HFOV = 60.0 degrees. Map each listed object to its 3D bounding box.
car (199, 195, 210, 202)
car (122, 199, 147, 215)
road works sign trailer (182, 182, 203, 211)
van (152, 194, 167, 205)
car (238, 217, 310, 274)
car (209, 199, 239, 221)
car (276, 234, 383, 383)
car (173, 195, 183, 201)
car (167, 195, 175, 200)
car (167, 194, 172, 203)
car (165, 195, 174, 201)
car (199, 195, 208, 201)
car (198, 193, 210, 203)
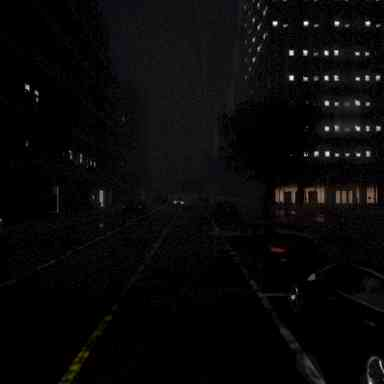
[{"bbox_3d":[2.704,1.460,72.872,2.008,1.369,4.403,1,0,0],"label":"car"},{"bbox_3d":[-5.675,1.427,33.094,1.967,1.590,4.097,1,0,0],"label":"car"},{"bbox_3d":[-0.001,0.440,40.794,2.380,3.560,2.880,0,0,0],"label":"road works sign trailer"},{"bbox_3d":[-5.673,1.288,55.891,1.690,1.788,3.998,1,0,0],"label":"van"},{"bbox_3d":[2.702,1.584,10.188,1.802,1.307,4.206,1,0,0],"label":"car"},{"bbox_3d":[2.704,1.433,27.285,1.967,1.590,4.097,1,0,0],"label":"car"},{"bbox_3d":[2.702,1.567,4.489,1.947,1.339,4.313,1,0,0],"label":"car"},{"bbox_3d":[-3.001,1.320,76.726,1.882,1.535,5.008,0,0,0],"label":"car"},{"bbox_3d":[-5.677,1.443,90.084,1.802,1.307,4.206,1,0,0],"label":"car"},{"bbox_3d":[-5.677,1.488,67.292,1.947,1.339,4.313,1,0,0],"label":"car"},{"bbox_3d":[-5.676,1.429,84.387,2.008,1.369,4.403,1,0,0],"label":"car"},{"bbox_3d":[2.704,1.439,78.571,1.887,1.381,4.507,1,0,0],"label":"car"},{"bbox_3d":[2.704,1.473,67.175,2.008,1.369,4.403,1,0,0],"label":"car"}]
